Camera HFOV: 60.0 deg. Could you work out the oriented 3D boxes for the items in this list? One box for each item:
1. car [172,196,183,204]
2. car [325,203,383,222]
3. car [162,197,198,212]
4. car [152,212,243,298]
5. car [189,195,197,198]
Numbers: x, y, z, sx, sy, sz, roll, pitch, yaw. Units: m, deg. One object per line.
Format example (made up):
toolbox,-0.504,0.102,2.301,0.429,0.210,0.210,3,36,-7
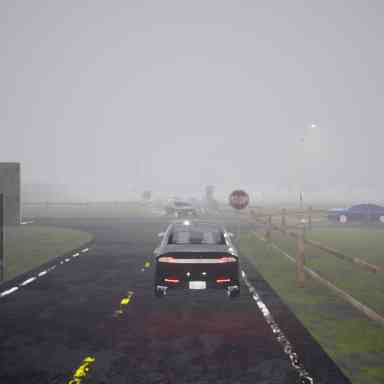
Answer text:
car,-2.777,1.555,66.142,1.994,1.385,4.181,0,0,0
car,12.986,1.590,25.962,5.008,1.535,1.882,0,0,0
car,-1.107,1.499,29.404,1.837,1.490,4.892,-1,1,-23
car,0.103,1.491,8.511,2.128,1.511,4.902,0,0,0
car,0.090,1.468,71.354,1.882,1.535,5.008,0,0,0
